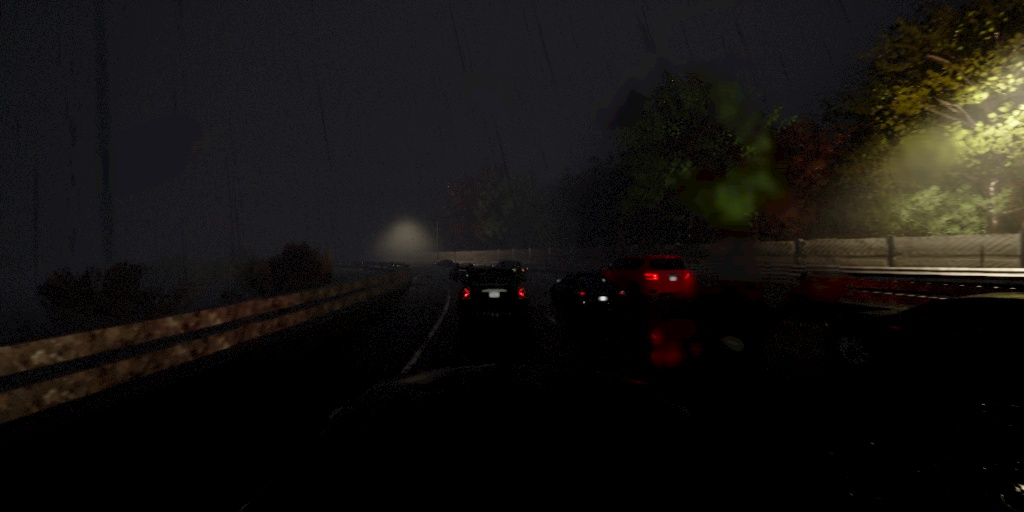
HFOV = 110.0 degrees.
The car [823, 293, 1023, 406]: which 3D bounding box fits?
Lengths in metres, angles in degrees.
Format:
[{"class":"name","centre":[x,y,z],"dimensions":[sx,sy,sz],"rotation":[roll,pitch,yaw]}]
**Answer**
[{"class":"car","centre":[6.836,1.237,4.737],"dimensions":[1.837,1.490,4.892],"rotation":[0,0,-2]}]

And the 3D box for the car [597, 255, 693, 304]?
[{"class":"car","centre":[5.870,0.981,16.551],"dimensions":[2.150,2.045,5.566],"rotation":[0,0,-8]}]

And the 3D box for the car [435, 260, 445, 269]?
[{"class":"car","centre":[-11.908,1.422,63.342],"dimensions":[1.837,1.490,4.892],"rotation":[0,0,-33]}]

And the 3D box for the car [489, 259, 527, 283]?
[{"class":"car","centre":[-0.410,1.163,29.645],"dimensions":[2.097,1.767,4.553],"rotation":[0,0,-14]}]

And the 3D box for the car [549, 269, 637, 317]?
[{"class":"car","centre":[2.693,1.329,13.396],"dimensions":[1.994,1.385,4.181],"rotation":[0,0,-6]}]

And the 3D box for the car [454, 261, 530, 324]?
[{"class":"car","centre":[-0.706,1.128,12.304],"dimensions":[2.097,1.767,4.553],"rotation":[0,0,-6]}]

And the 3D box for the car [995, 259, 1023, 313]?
[{"class":"car","centre":[19.014,1.018,11.160],"dimensions":[2.097,1.767,4.553],"rotation":[0,0,-41]}]

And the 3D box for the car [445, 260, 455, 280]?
[{"class":"car","centre":[-4.114,1.317,29.953],"dimensions":[2.128,1.511,4.902],"rotation":[0,0,-16]}]

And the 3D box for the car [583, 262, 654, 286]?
[{"class":"car","centre":[7.796,1.265,26.743],"dimensions":[2.128,1.511,4.902],"rotation":[0,0,-32]}]
